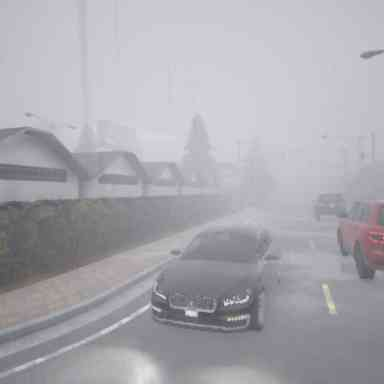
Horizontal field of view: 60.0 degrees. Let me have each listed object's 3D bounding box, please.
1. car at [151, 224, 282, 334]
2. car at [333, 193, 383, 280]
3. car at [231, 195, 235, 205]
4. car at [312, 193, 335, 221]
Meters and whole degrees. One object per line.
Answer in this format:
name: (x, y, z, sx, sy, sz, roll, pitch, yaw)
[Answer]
car: (0.830, 1.530, 7.167, 1.837, 1.490, 4.892, -1, 0, 20)
car: (5.717, 1.177, 9.687, 2.150, 2.045, 5.566, -1, 0, 16)
car: (6.894, 1.431, 62.657, 1.905, 1.878, 3.866, -1, 0, 17)
car: (10.927, 1.142, 26.560, 2.150, 2.045, 5.566, -1, -1, 17)
